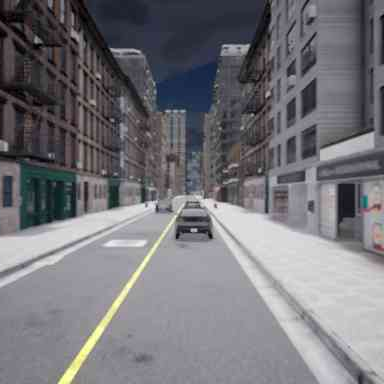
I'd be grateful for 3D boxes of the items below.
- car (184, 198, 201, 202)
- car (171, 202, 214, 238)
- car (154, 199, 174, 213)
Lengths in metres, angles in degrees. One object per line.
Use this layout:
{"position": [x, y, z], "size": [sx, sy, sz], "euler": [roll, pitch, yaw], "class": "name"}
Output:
{"position": [0.076, 1.517, 40.037], "size": [2.128, 1.511, 4.902], "euler": [0, 0, 0], "class": "car"}
{"position": [0.089, 1.511, 17.648], "size": [1.837, 1.490, 4.892], "euler": [0, 0, 0], "class": "car"}
{"position": [-3.023, 1.581, 36.799], "size": [1.837, 1.490, 4.892], "euler": [0, 0, 0], "class": "car"}
